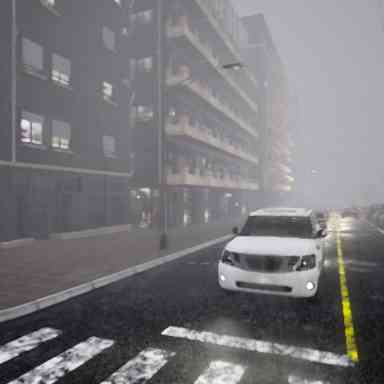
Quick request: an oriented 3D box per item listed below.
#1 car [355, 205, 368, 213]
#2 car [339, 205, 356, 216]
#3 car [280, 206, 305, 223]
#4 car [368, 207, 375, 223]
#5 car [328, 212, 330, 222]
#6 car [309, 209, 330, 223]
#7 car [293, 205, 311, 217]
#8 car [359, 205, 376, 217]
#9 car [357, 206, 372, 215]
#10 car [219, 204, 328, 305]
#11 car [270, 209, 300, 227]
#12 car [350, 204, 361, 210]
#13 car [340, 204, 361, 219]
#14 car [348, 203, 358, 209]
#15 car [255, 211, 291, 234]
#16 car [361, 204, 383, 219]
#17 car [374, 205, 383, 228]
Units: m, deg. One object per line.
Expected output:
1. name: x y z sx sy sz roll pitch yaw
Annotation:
1. car: 29.453 2.983 57.853 1.802 1.307 4.206 -1 -2 23
2. car: 23.252 2.710 49.887 2.128 1.511 4.902 -1 -2 23
3. car: 10.649 2.322 35.044 1.967 1.590 4.097 -1 -2 23
4. car: 18.337 2.367 31.740 1.802 1.307 4.206 -1 -2 23
5. car: 8.664 2.089 23.761 1.882 1.535 5.008 -1 -2 23
6. car: 13.544 2.480 35.161 1.895 1.301 4.718 -1 -2 23
7. car: 15.076 2.568 45.498 1.967 1.590 4.097 -1 -2 23
8. car: 25.073 2.683 47.566 1.752 1.417 4.829 -1 -2 23
9. car: 27.230 2.859 52.630 1.802 1.307 4.206 -1 -2 23
10. car: 2.516 1.496 9.356 2.150 2.045 5.566 -1 -1 23
11. car: 8.394 2.311 29.833 2.008 1.369 4.403 -1 -2 23
12. car: 36.189 3.302 73.678 1.752 1.417 4.829 -2 -2 23
13. car: 19.224 2.487 40.414 2.128 1.511 4.902 -1 -2 23
14. car: 40.569 3.566 83.966 1.887 1.381 4.507 -2 -2 23
15. car: 6.055 2.160 24.476 1.752 1.417 4.829 -1 -2 23
16. car: 20.557 2.223 36.971 2.192 1.841 5.009 -1 -2 23
17. car: 16.132 2.103 26.515 1.967 1.590 4.097 -1 -2 23
